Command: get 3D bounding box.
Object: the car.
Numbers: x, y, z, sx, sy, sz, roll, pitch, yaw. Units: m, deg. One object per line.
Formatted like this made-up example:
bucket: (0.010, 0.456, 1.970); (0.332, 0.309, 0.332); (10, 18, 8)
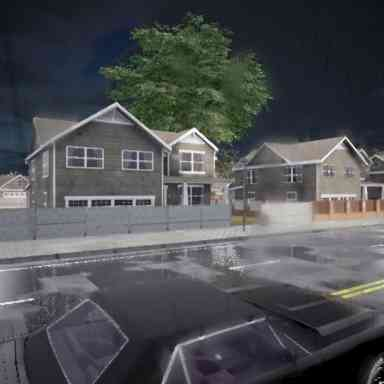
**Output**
car: (0.121, 1.601, 3.252); (4.718, 1.301, 1.895); (0, 0, -32)
